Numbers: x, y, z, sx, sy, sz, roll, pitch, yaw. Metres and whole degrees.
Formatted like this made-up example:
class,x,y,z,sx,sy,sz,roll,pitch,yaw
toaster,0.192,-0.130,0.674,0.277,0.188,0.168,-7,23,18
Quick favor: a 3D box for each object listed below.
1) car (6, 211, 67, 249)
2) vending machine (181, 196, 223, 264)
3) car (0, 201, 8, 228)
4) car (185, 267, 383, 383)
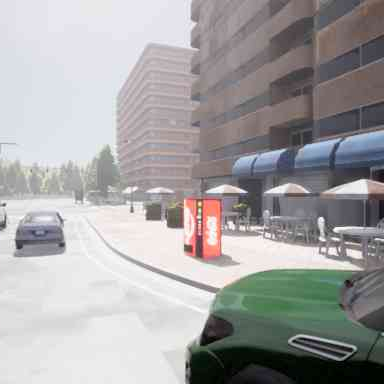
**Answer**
class,x,y,z,sx,sy,sz,roll,pitch,yaw
car,-6.584,1.548,14.666,2.033,1.411,5.357,0,0,-22
vending machine,0.340,1.195,11.109,1.100,2.100,0.880,0,0,-34
car,-11.976,1.221,18.872,2.150,2.045,5.566,0,0,-21
car,2.587,1.222,2.236,5.566,2.045,2.150,0,0,36
